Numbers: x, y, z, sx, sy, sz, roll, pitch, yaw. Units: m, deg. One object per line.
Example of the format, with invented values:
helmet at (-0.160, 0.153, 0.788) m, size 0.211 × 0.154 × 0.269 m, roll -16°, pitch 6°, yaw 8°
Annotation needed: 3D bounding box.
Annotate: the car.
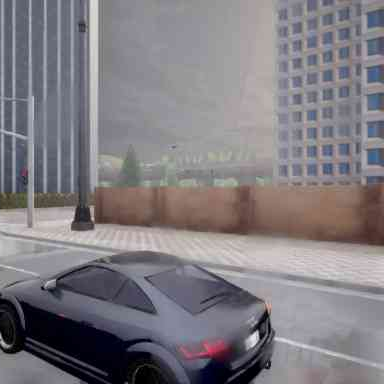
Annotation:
car at (-1.000, 1.564, 4.717) m, size 4.181 × 1.385 × 1.994 m, roll 0°, pitch 0°, yaw 35°
